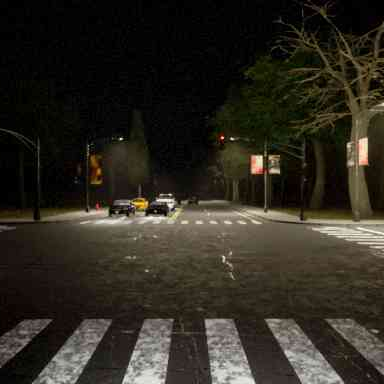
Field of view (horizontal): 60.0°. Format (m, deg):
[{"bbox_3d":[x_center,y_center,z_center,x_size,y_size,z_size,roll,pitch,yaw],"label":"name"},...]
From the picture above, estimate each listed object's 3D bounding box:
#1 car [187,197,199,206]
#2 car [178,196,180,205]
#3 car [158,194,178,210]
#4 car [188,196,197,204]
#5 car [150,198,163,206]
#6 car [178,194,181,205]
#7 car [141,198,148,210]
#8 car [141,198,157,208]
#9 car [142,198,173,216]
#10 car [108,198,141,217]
[{"bbox_3d":[0.173,1.654,59.824,2.128,1.511,4.902,0,0,0],"label":"car"},{"bbox_3d":[-3.280,1.703,51.812,1.895,1.301,4.718,0,0,0],"label":"car"},{"bbox_3d":[-3.291,1.267,41.561,2.150,2.045,5.566,0,0,0],"label":"car"},{"bbox_3d":[0.135,1.741,72.650,1.882,1.535,5.008,0,0,0],"label":"car"},{"bbox_3d":[-6.484,1.774,61.168,1.895,1.301,4.718,0,0,0],"label":"car"},{"bbox_3d":[-3.221,1.405,62.425,2.150,2.045,5.566,0,0,1],"label":"car"},{"bbox_3d":[-6.541,1.520,41.064,1.882,1.535,5.008,0,0,0],"label":"car"},{"bbox_3d":[-6.534,1.661,51.110,1.994,1.385,4.181,0,0,-1],"label":"car"},{"bbox_3d":[-3.294,1.583,32.204,1.994,1.385,4.181,0,0,1],"label":"car"},{"bbox_3d":[-6.555,1.510,31.564,2.128,1.511,4.902,0,0,0],"label":"car"}]
